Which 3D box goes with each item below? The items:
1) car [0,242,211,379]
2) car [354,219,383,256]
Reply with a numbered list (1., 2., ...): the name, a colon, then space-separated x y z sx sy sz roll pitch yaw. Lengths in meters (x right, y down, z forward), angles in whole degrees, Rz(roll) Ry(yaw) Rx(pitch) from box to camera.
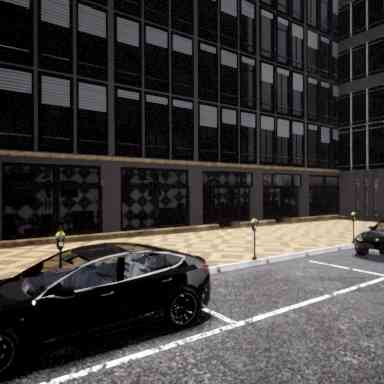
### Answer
1. car: -1.647 1.565 5.384 4.313 1.339 1.947 0 0 -35
2. car: 7.643 1.561 11.980 4.313 1.339 1.947 0 0 -35
